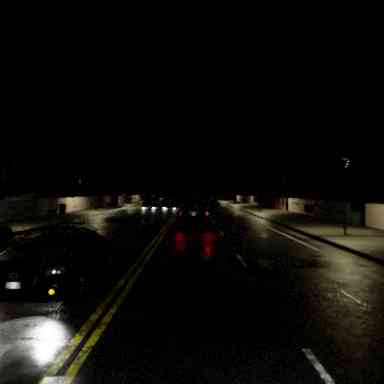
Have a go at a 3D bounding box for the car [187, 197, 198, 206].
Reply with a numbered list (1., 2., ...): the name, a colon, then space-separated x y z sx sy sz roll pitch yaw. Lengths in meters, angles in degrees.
1. car: 0.097 1.569 56.824 1.812 1.442 4.674 0 0 0

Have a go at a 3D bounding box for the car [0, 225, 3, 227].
1. car: -6.600 1.489 8.684 2.128 1.511 4.902 0 0 0

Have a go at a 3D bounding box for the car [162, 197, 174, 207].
1. car: -3.311 1.555 50.736 1.812 1.442 4.674 0 0 0

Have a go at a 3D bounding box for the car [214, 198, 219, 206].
1. car: 3.348 1.605 55.249 1.994 1.385 4.181 0 0 0

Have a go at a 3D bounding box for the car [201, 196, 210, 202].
1. car: 3.247 1.639 80.092 2.033 1.411 5.357 0 0 0

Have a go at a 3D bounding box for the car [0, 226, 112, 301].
1. car: -3.351 1.562 8.225 1.994 1.385 4.181 0 0 0

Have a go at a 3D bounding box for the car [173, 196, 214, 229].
1. car: 0.100 1.351 21.969 2.097 1.767 4.553 0 0 0

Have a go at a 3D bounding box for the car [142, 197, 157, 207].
1. car: -6.560 1.556 51.761 1.812 1.442 4.674 0 0 1
